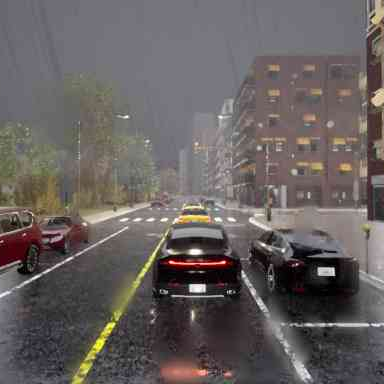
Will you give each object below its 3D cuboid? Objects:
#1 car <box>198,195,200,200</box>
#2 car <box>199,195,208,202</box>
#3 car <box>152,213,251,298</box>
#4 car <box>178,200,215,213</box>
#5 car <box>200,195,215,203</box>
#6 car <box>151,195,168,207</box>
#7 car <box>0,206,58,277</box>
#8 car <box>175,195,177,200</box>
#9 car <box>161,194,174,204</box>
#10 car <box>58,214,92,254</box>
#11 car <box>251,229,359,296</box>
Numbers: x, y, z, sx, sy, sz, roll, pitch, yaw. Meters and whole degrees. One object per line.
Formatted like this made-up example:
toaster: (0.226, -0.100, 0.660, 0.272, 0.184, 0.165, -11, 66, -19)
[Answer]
car: (2.672, 1.621, 69.337, 1.802, 1.307, 4.206, 1, 0, 0)
car: (2.689, 1.492, 80.703, 1.967, 1.590, 4.097, 1, 0, 0)
car: (0.112, 1.507, 8.486, 1.837, 1.490, 4.892, 0, 0, 0)
car: (0.126, 1.461, 19.020, 1.801, 1.575, 5.366, 0, 0, 0)
car: (2.648, 1.574, 52.287, 2.008, 1.369, 4.403, 1, 0, 0)
car: (-5.234, 1.567, 51.495, 1.887, 1.381, 4.507, 1, 0, 0)
car: (-5.294, 1.317, 7.725, 2.192, 1.841, 5.009, 1, 0, 0)
car: (-5.185, 1.609, 85.551, 2.008, 1.369, 4.403, 1, 0, 0)
car: (-5.215, 1.348, 62.847, 2.192, 1.841, 5.009, 1, 0, 0)
car: (-5.289, 1.585, 13.380, 1.802, 1.307, 4.206, 1, 0, 0)
car: (2.585, 1.568, 8.470, 1.947, 1.339, 4.313, 1, 0, 0)
